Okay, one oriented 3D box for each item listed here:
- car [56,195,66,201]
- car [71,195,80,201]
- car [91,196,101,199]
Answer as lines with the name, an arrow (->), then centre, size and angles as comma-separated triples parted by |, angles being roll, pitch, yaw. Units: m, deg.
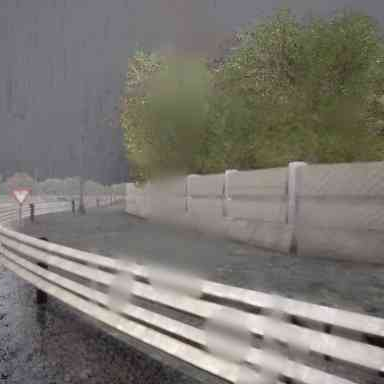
car -> -32.460, 1.420, 82.398 | 2.097, 1.767, 4.553 | 0, 0, -23
car -> -29.180, 1.428, 83.620 | 2.097, 1.767, 4.553 | 0, 0, -23
car -> -24.257, 1.675, 83.943 | 1.895, 1.301, 4.718 | 0, 0, -8
